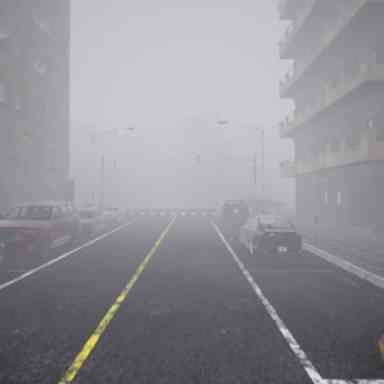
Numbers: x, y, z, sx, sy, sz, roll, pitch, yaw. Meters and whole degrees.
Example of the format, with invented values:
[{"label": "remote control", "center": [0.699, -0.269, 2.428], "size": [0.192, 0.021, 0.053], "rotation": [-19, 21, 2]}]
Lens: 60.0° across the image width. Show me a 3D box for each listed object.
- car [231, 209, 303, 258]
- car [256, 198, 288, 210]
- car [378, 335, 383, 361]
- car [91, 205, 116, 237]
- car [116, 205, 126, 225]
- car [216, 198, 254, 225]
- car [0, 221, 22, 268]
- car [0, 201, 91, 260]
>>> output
[{"label": "car", "center": [2.838, 1.550, 12.585], "size": [2.008, 1.369, 4.403], "rotation": [1, 0, 0]}, {"label": "car", "center": [9.013, 1.450, 39.780], "size": [4.674, 1.442, 1.812], "rotation": [0, -1, 1]}, {"label": "car", "center": [2.838, 1.525, 1.619], "size": [1.752, 1.417, 4.829], "rotation": [1, 0, 0]}, {"label": "car", "center": [-5.809, 1.565, 18.187], "size": [1.947, 1.339, 4.313], "rotation": [1, 0, 0]}, {"label": "car", "center": [-5.809, 1.581, 23.755], "size": [1.802, 1.307, 4.206], "rotation": [1, 0, 0]}, {"label": "car", "center": [2.842, 1.314, 23.721], "size": [2.192, 1.841, 5.009], "rotation": [1, 0, 0]}, {"label": "car", "center": [-5.809, 1.550, 7.050], "size": [2.008, 1.369, 4.403], "rotation": [1, 0, 0]}, {"label": "car", "center": [-5.806, 1.314, 12.618], "size": [2.192, 1.841, 5.009], "rotation": [1, 0, 0]}]
